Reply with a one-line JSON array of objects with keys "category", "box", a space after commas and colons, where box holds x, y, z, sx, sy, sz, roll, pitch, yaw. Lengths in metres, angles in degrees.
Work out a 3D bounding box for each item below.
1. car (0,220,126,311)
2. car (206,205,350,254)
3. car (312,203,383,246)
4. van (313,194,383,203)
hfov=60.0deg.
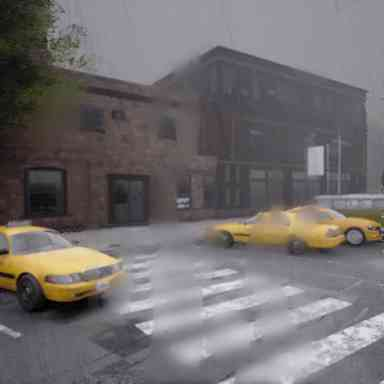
[{"category": "car", "box": [-3.897, 1.477, 7.833, 5.366, 1.575, 1.946, -1, -1, 34]}, {"category": "car", "box": [3.109, 1.453, 13.311, 5.366, 1.575, 1.946, -1, 0, 34]}, {"category": "car", "box": [5.687, 1.415, 14.981, 5.008, 1.535, 2.097, -1, -1, 34]}, {"category": "van", "box": [8.005, 1.146, 16.800, 4.442, 1.987, 1.878, -1, 0, 34]}]
